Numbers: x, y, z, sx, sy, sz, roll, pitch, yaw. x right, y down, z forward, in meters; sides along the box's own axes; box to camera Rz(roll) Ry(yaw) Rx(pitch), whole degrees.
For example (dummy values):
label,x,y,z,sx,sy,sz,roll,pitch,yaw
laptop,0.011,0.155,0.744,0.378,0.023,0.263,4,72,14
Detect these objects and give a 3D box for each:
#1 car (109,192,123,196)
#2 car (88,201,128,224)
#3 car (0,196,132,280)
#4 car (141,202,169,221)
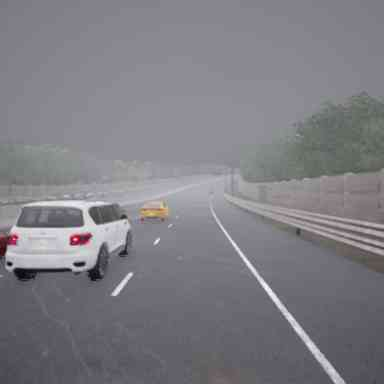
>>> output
label,x,y,z,sx,sy,sz,roll,pitch,yaw
car,-15.526,0.992,67.611,2.150,2.045,5.566,0,1,3
car,-6.572,1.563,26.520,1.837,1.490,4.892,0,0,1
car,-3.342,1.264,10.187,2.150,2.045,5.566,0,0,1
car,-3.040,1.539,27.866,1.882,1.535,5.008,0,0,1
